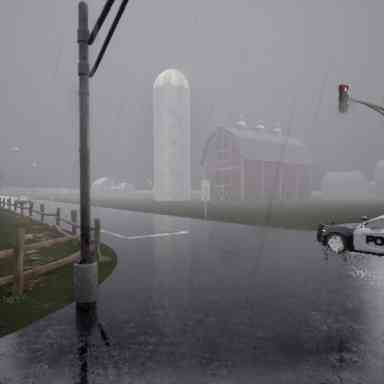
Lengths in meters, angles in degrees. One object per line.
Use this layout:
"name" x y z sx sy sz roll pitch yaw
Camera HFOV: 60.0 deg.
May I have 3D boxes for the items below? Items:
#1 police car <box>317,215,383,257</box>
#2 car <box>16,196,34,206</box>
"police car" 6.727 1.412 11.088 1.930 1.638 5.238 0 1 -35
"car" -24.915 1.233 49.496 2.033 1.411 5.357 -1 1 -35
